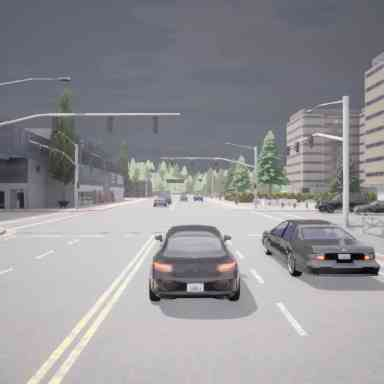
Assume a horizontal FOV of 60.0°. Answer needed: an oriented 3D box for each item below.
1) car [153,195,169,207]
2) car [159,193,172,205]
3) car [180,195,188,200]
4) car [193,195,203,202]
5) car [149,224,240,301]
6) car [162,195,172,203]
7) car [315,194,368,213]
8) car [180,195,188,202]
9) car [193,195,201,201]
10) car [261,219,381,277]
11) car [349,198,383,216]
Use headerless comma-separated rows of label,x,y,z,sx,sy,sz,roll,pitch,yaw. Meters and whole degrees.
car,-4.783,1.526,50.408,1.812,1.442,4.674,0,0,-2
car,-5.020,1.222,59.835,2.150,2.045,5.566,0,0,-1
car,-2.197,1.467,88.737,1.994,1.385,4.181,0,0,-1
car,1.565,1.478,78.672,1.882,1.535,5.008,0,0,-1
car,0.035,1.526,8.182,1.812,1.442,4.674,0,0,-1
car,-5.219,1.500,70.194,1.837,1.490,4.892,0,0,-1
car,16.284,1.222,35.967,5.566,2.045,2.150,0,0,-2
car,-1.922,1.533,78.102,2.033,1.411,5.357,0,0,-1
car,1.302,1.500,88.810,1.837,1.490,4.892,0,0,-1
car,3.533,1.547,10.240,2.033,1.411,5.357,0,0,0
car,18.220,1.526,32.499,4.674,1.442,1.812,0,0,-2
